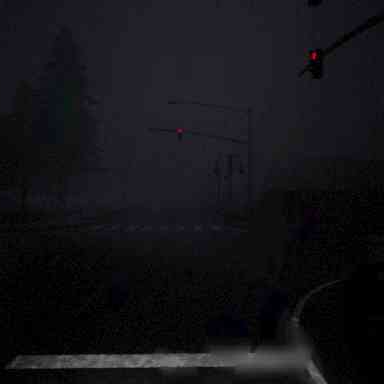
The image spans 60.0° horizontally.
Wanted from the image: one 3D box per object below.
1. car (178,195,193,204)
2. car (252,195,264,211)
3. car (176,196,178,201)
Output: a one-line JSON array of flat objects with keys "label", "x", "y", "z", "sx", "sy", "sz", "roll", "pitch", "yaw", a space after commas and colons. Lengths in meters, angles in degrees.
[{"label": "car", "x": -0.906, "y": 1.518, "z": 60.921, "sx": 2.033, "sy": 1.411, "sz": 5.357, "roll": 0, "pitch": 0, "yaw": -7}, {"label": "car", "x": 8.868, "y": 1.144, "z": 36.301, "sx": 4.605, "sy": 1.855, "sz": 1.932, "roll": 0, "pitch": 0, "yaw": -1}, {"label": "car", "x": -2.198, "y": 1.327, "z": 71.105, "sx": 1.812, "sy": 1.442, "sz": 4.674, "roll": 0, "pitch": 0, "yaw": -13}]
